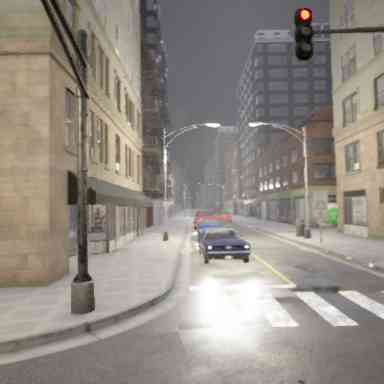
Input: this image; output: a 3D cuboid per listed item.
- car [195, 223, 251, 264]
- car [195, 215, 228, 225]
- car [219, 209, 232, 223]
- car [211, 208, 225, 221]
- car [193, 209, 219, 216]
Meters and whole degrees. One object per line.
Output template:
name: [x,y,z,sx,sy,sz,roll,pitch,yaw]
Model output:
car: [1.326,2.320,15.023,1.895,1.301,4.718,-1,-3,-2]
car: [1.335,2.714,24.844,1.812,1.442,4.674,-1,-3,0]
car: [4.551,3.600,48.681,2.097,1.767,4.553,-1,-3,0]
car: [4.532,3.948,58.855,2.150,2.045,5.566,-1,-3,0]
car: [1.353,2.906,35.382,2.150,2.045,5.566,-1,-3,1]
